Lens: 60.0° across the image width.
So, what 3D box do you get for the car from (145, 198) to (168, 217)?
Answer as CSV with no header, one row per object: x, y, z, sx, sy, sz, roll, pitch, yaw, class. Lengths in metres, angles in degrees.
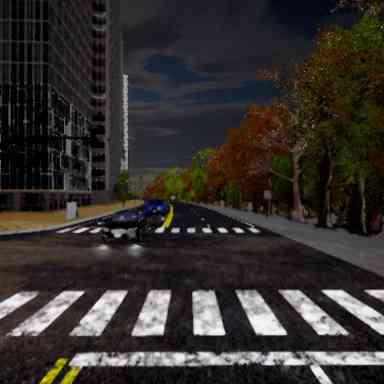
-4.056,1.699,37.777,2.150,2.045,5.566,0,0,-2,car

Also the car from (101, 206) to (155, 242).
-3.439,1.745,17.706,2.128,1.511,4.902,0,-1,-1,car

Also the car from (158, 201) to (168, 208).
-5.476,2.364,63.691,1.895,1.301,4.718,0,-1,-4,car
